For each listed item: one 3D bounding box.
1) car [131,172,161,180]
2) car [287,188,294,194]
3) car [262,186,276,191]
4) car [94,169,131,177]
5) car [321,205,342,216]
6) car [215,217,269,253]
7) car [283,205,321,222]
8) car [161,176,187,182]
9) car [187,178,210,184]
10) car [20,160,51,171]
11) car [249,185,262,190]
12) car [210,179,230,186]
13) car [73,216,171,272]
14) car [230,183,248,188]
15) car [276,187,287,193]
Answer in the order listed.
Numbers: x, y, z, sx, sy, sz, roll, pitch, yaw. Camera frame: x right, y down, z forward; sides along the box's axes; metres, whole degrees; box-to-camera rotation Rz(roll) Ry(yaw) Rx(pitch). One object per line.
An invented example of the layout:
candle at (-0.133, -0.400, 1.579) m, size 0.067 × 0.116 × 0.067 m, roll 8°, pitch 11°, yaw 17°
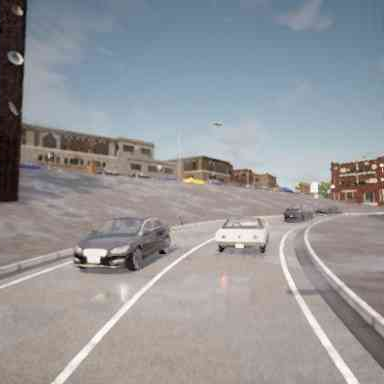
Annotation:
car at (-8.090, -2.368, 53.881) m, size 4.892 × 1.521 × 2.231 m, roll 4°, pitch -5°, yaw -38°
car at (23.960, -0.045, 84.643) m, size 2.435 × 2.045 × 5.566 m, roll -3°, pitch -6°, yaw 42°
car at (16.367, -0.527, 76.358) m, size 2.231 × 1.521 × 4.892 m, roll -4°, pitch -6°, yaw 44°
car at (-12.409, -2.630, 50.453) m, size 4.892 × 1.521 × 2.231 m, roll 3°, pitch -5°, yaw -38°
car at (18.992, 2.559, 46.546) m, size 5.357 × 1.411 × 2.033 m, roll 2°, pitch -4°, yaw -40°
car at (2.350, 1.734, 14.464) m, size 1.895 × 1.301 × 4.718 m, roll -1°, pitch -1°, yaw 15°
car at (10.054, 1.945, 31.049) m, size 2.128 × 1.511 × 4.902 m, roll -3°, pitch -3°, yaw 33°
car at (-3.816, -2.042, 57.403) m, size 4.674 × 1.452 × 2.002 m, roll 4°, pitch -6°, yaw -40°
car at (0.383, -1.784, 61.022) m, size 5.008 × 1.535 × 2.097 m, roll 4°, pitch -6°, yaw -41°
car at (-20.979, -3.249, 43.678) m, size 4.553 × 1.767 × 2.185 m, roll 3°, pitch -5°, yaw -38°
car at (12.582, -0.805, 72.486) m, size 4.674 × 1.452 × 2.002 m, roll 5°, pitch -6°, yaw -44°
car at (4.485, -1.606, 64.719) m, size 4.553 × 1.767 × 2.185 m, roll 4°, pitch -6°, yaw -42°
car at (-2.124, 1.604, 11.379) m, size 2.128 × 1.511 × 4.902 m, roll -1°, pitch -1°, yaw 13°
car at (8.646, -1.130, 68.631) m, size 4.792 × 1.488 × 2.163 m, roll 4°, pitch -6°, yaw -43°
car at (20.210, -0.299, 80.476) m, size 2.185 × 1.767 × 4.553 m, roll -4°, pitch -6°, yaw 43°
